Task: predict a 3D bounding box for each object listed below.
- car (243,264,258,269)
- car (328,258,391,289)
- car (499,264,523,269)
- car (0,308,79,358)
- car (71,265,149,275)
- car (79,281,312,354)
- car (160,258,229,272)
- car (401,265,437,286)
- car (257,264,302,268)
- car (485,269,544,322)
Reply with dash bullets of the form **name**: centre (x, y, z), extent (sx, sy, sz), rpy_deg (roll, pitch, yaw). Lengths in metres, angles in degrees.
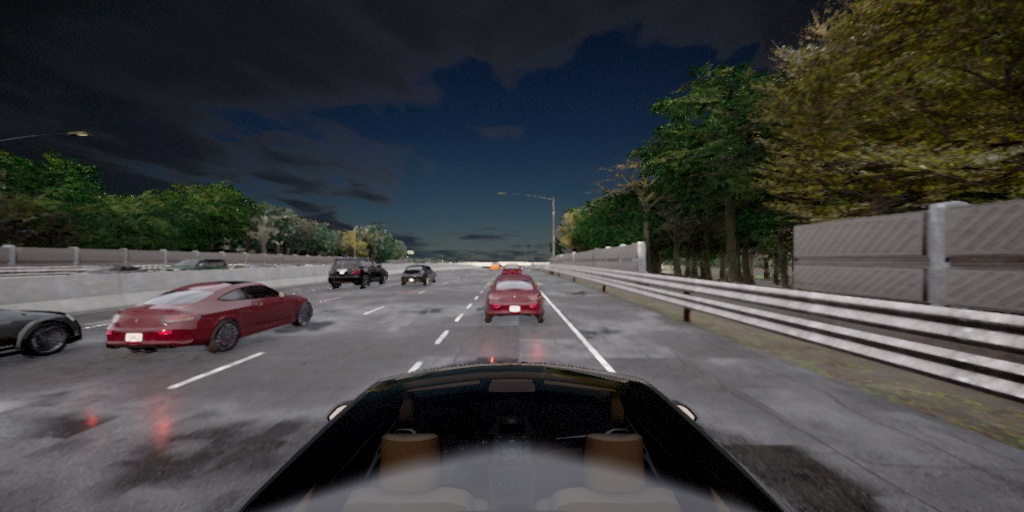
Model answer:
- **car**: centre (-24.676, 1.531, 34.929), extent (2.128, 1.511, 4.902), rpy_deg (0, -1, 0)
- **car**: centre (-10.457, 1.136, 24.702), extent (2.150, 2.045, 5.566), rpy_deg (0, 0, 0)
- **car**: centre (0.022, 1.456, 32.957), extent (1.882, 1.535, 5.008), rpy_deg (0, -1, 0)
- **car**: centre (-10.406, 1.359, 6.057), extent (1.994, 1.385, 4.181), rpy_deg (0, 0, 0)
- **car**: centre (-31.663, 1.482, 28.354), extent (1.837, 1.490, 4.892), rpy_deg (0, 0, 0)
- **car**: centre (-6.914, 1.334, 8.855), extent (1.812, 1.442, 4.674), rpy_deg (0, 0, 0)
- **car**: centre (-28.173, 1.232, 32.101), extent (2.150, 2.045, 5.566), rpy_deg (0, -1, 0)
- **car**: centre (-6.963, 1.435, 27.224), extent (1.837, 1.490, 4.892), rpy_deg (0, 0, 0)
- **car**: centre (-21.177, 1.525, 33.816), extent (1.837, 1.490, 4.892), rpy_deg (0, -1, 0)
- **car**: centre (0.077, 1.347, 12.483), extent (1.812, 1.442, 4.674), rpy_deg (0, 0, 0)
